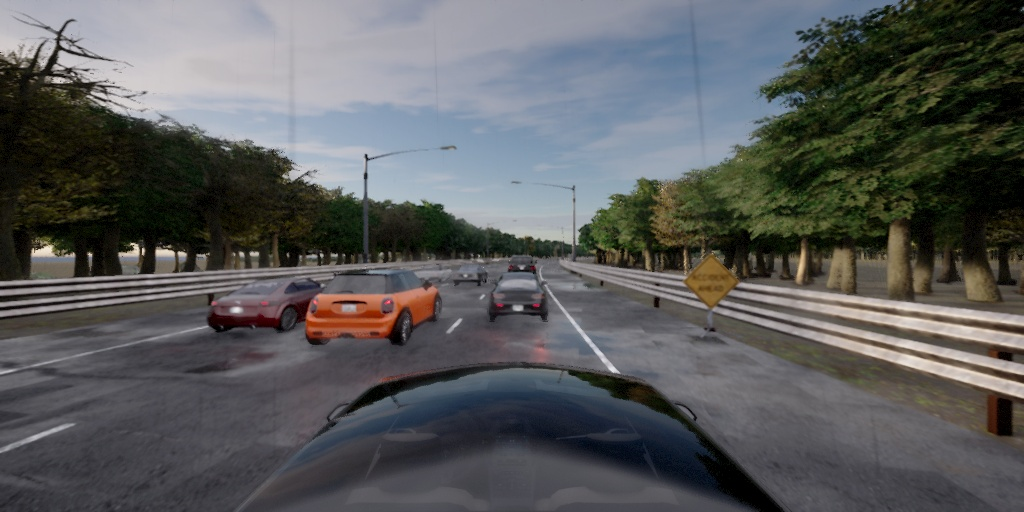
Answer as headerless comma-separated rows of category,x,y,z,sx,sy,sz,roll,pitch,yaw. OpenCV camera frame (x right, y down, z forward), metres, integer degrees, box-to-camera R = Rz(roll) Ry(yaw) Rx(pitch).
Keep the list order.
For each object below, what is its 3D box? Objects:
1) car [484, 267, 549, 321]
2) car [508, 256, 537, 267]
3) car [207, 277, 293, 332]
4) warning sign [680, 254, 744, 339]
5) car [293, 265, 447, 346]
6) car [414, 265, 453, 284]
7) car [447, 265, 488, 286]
car,0.240,1.291,12.394,1.812,1.442,4.674,0,0,2
car,0.872,1.011,29.278,2.150,2.045,5.566,0,0,3
car,-6.802,1.324,10.943,1.994,1.385,4.181,0,0,2
warning sign,4.609,0.877,8.346,1.300,1.860,1.060,0,0,1
car,-3.336,1.112,9.596,2.097,1.767,4.553,0,0,2
car,-6.163,1.387,28.774,1.895,1.301,4.718,0,0,3
car,-2.832,1.331,25.459,2.033,1.411,5.357,0,0,3
